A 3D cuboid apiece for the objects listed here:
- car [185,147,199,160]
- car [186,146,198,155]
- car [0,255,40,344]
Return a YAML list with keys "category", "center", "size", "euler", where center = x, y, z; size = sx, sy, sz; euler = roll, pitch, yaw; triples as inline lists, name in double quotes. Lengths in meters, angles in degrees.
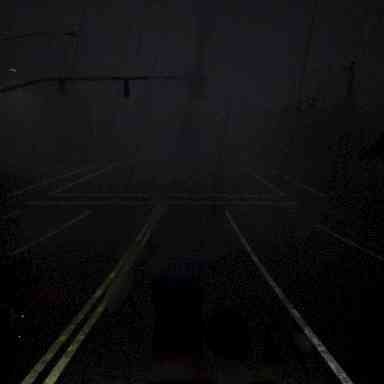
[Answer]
- category: "car"
  center: [0.019, -5.875, 50.025]
  size: [2.097, 1.767, 4.553]
  euler: [0, 10, 0]
- category: "car"
  center: [0.023, -7.475, 59.882]
  size: [1.994, 1.385, 4.181]
  euler: [0, 10, 0]
- category: "car"
  center: [-3.556, 1.480, 3.397]
  size: [2.033, 1.411, 5.357]
  euler: [0, 2, 0]
